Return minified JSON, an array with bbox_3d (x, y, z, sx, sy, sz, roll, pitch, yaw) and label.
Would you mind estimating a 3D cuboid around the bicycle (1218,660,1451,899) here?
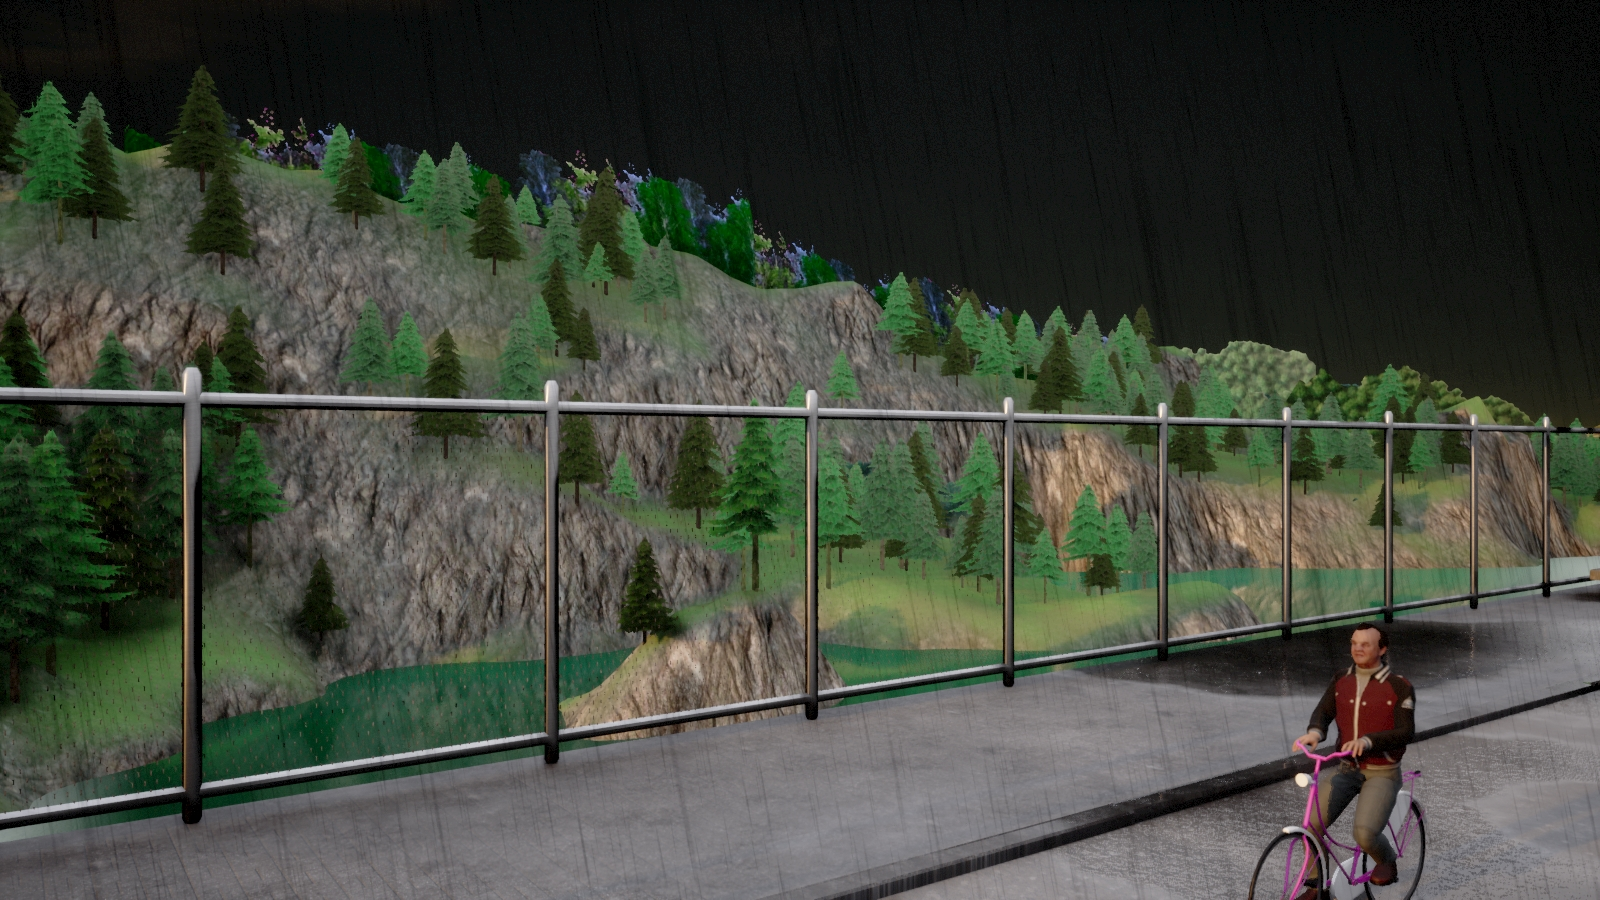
[{"bbox_3d":[3.104,2.057,6.549,1.835,1.471,0.329,0,0,-35],"label":"bicycle"}]
